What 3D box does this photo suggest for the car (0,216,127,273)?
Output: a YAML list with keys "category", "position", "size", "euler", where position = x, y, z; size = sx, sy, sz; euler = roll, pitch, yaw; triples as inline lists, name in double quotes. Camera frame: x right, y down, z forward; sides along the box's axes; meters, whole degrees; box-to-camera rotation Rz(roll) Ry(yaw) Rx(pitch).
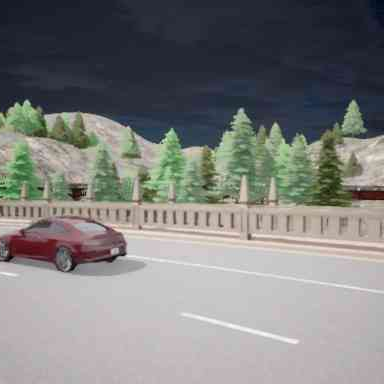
- category: "car"
  position: [-4.143, 1.478, 10.416]
  size: [4.674, 1.442, 1.812]
  euler: [0, 0, 30]
